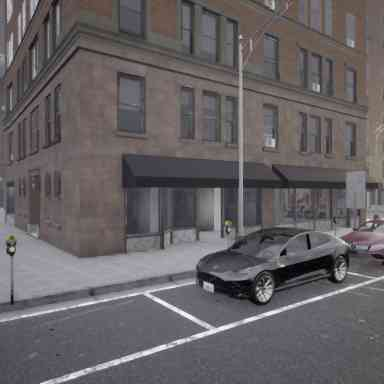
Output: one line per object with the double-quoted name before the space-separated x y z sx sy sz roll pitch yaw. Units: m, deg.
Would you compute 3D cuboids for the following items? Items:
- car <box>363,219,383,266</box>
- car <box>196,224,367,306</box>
"car" 6.565 1.582 11.287 4.206 1.307 1.802 0 0 -36
"car" 2.103 1.565 8.069 4.313 1.339 1.947 0 0 -36
